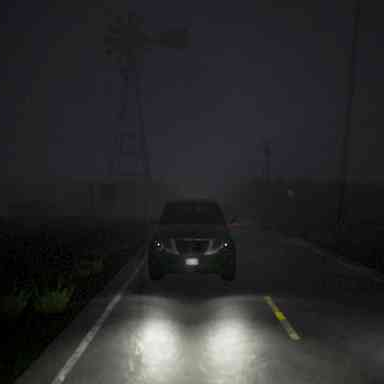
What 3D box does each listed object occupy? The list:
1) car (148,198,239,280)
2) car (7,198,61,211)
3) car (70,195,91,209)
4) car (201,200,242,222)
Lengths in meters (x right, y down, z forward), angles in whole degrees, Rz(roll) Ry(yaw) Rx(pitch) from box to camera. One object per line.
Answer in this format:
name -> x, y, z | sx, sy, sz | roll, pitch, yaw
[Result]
car -> 0.008, 1.243, 10.356 | 2.150, 2.045, 5.566 | 0, 0, 0
car -> -15.833, 1.407, 33.376 | 5.008, 1.535, 1.882 | 0, 0, 1
car -> -13.987, 1.305, 41.666 | 1.905, 1.878, 3.866 | 0, 0, -31
car -> 2.342, 1.523, 28.154 | 1.882, 1.535, 5.008 | 1, 0, -15
